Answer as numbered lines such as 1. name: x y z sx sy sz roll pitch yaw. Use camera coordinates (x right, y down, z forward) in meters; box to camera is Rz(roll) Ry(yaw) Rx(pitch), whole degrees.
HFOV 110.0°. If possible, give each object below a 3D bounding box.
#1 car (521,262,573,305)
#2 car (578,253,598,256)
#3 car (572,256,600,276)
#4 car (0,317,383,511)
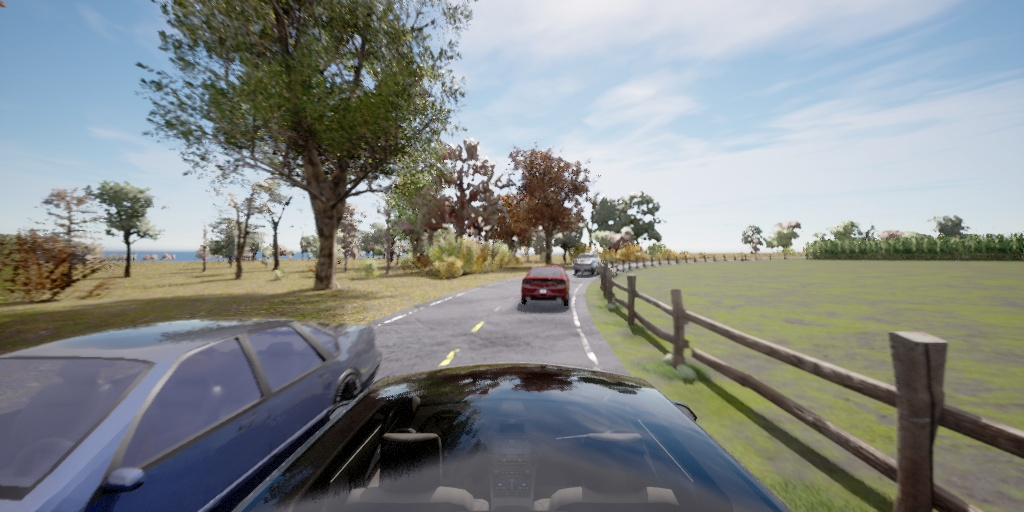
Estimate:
1. car: 1.595 1.160 15.838 1.882 1.535 5.008 0 0 10
2. car: 9.381 0.633 45.085 2.150 2.045 5.566 0 1 31
3. car: 7.327 1.035 34.583 2.128 1.511 4.902 0 1 23
4. car: -2.758 1.276 2.738 2.033 1.411 5.357 0 0 1
